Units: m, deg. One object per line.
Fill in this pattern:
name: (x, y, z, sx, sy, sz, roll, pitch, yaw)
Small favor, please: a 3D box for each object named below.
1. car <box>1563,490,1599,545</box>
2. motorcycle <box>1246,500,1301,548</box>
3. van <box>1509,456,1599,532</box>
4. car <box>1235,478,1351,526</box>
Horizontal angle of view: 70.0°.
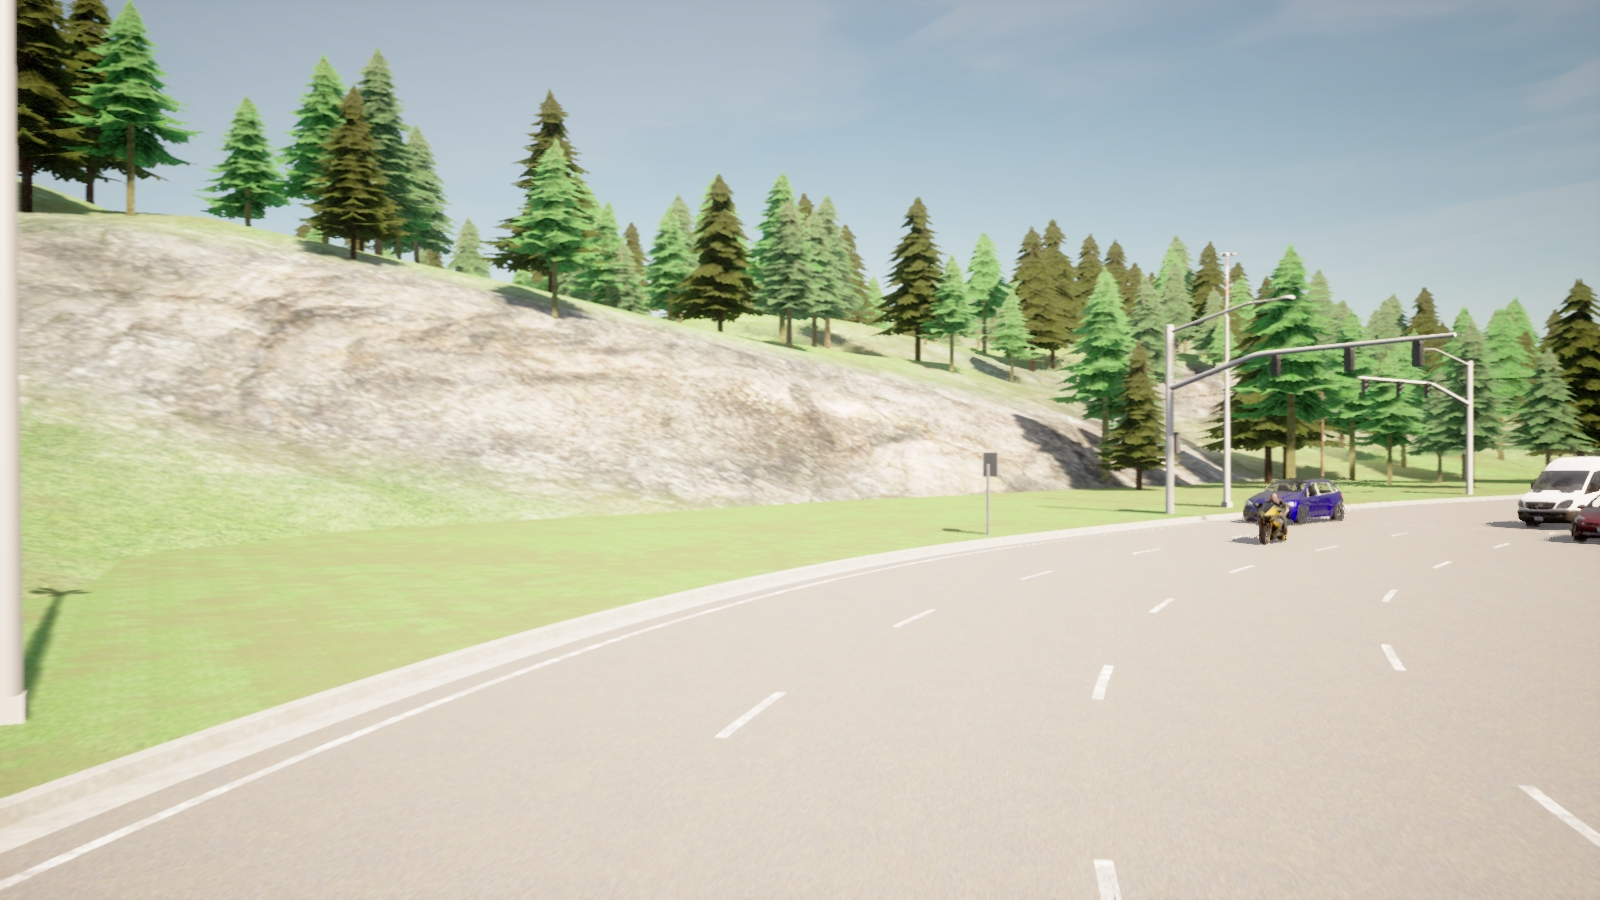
car: (25.111, 2.024, 34.739, 4.514, 1.525, 2.007, 0, 0, -40)
motorcycle: (14.103, 2.187, 34.018, 0.867, 1.251, 2.209, 2, 1, 40)
van: (28.301, 1.516, 40.896, 5.915, 2.561, 1.988, 0, -1, -25)
car: (18.964, 1.945, 43.860, 4.611, 1.667, 2.242, 0, -1, -40)
